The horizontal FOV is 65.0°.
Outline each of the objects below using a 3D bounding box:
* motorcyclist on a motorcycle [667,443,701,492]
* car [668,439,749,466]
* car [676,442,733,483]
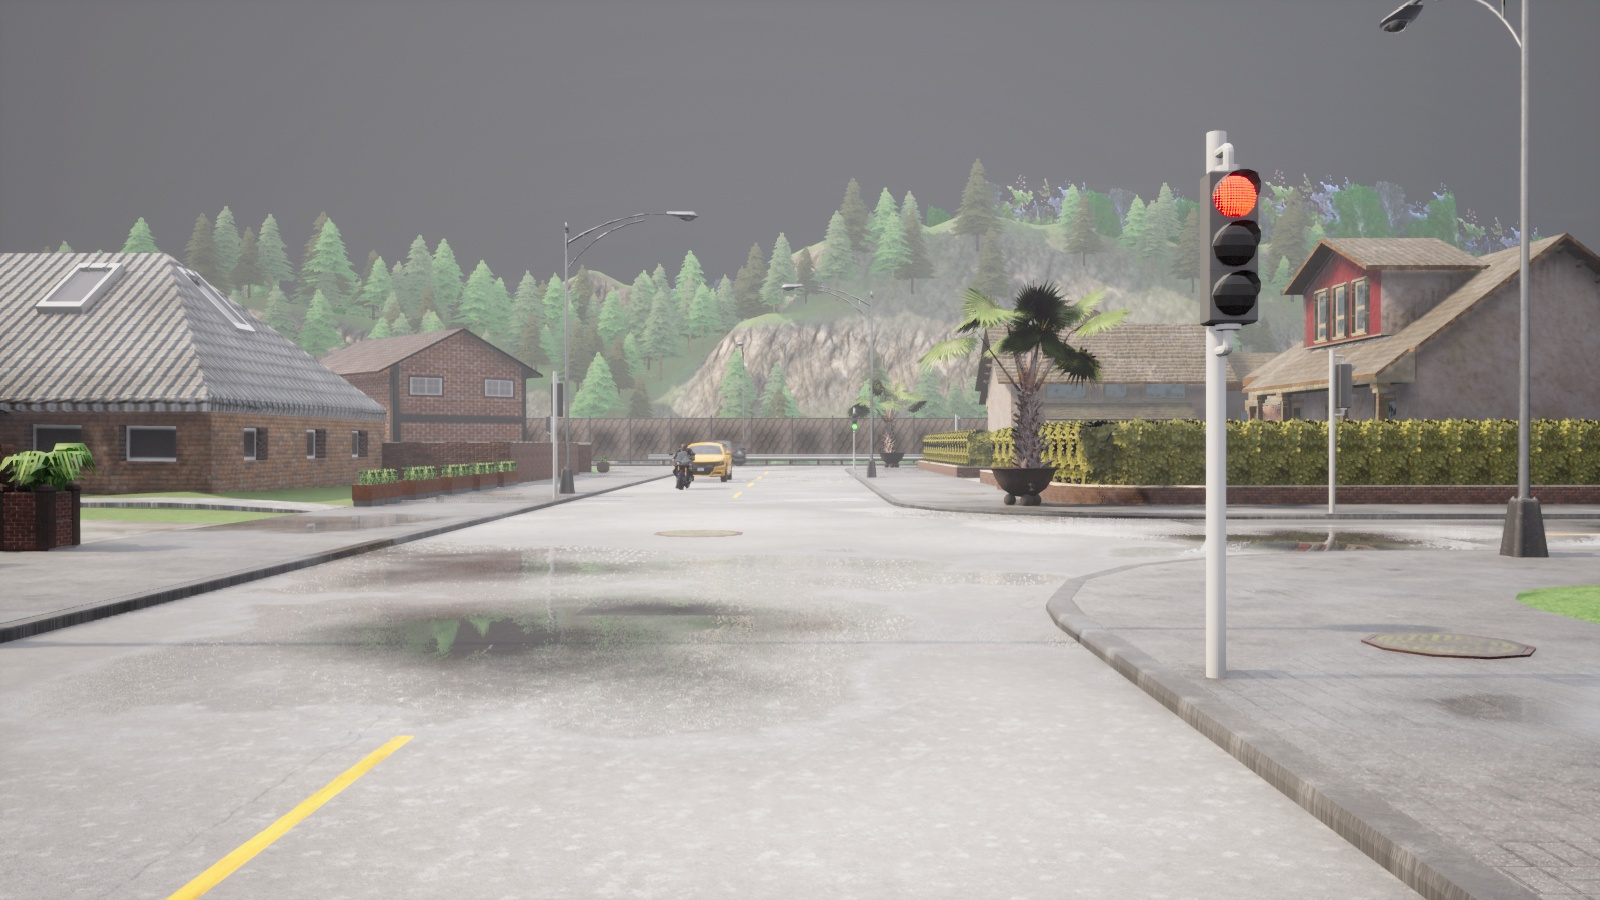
[{"bbox_3d":[-3.750,0.549,40.694,0.866,1.530,2.191,0,0,1],"label":"motorcyclist on a motorcycle"},{"bbox_3d":[-5.747,0.139,79.151,4.611,1.667,2.242,0,0,29],"label":"car"},{"bbox_3d":[-3.719,0.441,49.599,1.882,1.535,5.008,0,0,0],"label":"car"}]
